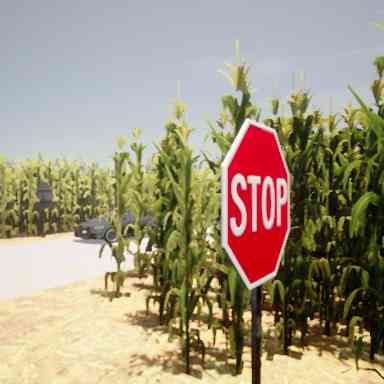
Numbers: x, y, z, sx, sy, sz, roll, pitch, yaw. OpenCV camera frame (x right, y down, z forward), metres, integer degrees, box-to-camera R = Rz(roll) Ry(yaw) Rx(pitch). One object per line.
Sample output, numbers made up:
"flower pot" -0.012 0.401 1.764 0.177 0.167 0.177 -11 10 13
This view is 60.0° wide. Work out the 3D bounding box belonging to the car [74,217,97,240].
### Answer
"car" -3.573 1.576 16.267 1.994 1.385 4.181 0 0 36
